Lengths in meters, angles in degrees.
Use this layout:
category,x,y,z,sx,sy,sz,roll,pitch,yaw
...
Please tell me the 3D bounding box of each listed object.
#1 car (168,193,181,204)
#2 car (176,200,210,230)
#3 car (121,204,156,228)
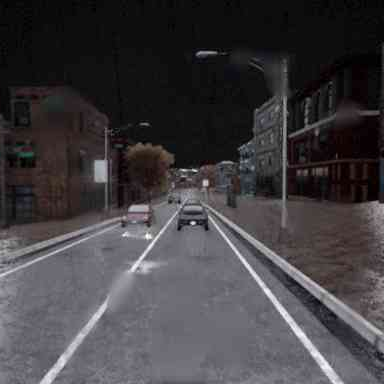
category,x,y,z,sx,sy,sz,roll,pitch,yaw
car,-3.253,1.243,63.102,2.150,2.045,5.566,0,1,1
car,0.054,1.513,21.266,1.837,1.490,4.892,0,0,0
car,-3.477,1.537,22.380,1.812,1.442,4.674,0,0,0
